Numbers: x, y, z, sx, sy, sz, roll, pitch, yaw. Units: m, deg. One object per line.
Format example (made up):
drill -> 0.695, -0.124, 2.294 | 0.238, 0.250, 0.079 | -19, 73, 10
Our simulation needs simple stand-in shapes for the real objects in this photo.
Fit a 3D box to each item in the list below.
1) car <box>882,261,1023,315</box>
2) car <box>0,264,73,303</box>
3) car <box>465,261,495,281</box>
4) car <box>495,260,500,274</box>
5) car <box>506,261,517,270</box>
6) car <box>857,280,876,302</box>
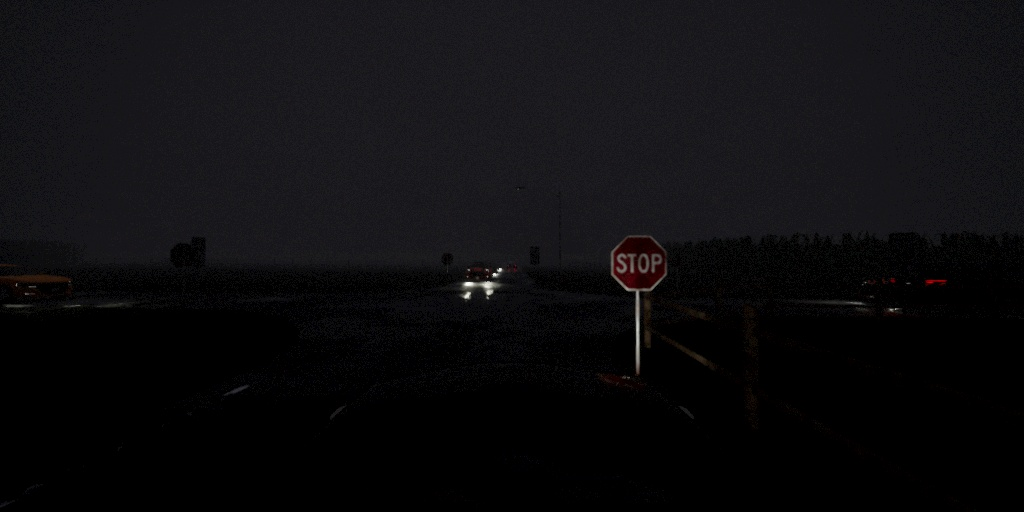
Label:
car -> 18.929, 1.259, 14.673 | 5.566, 2.045, 2.150 | 1, -1, 1
car -> -21.197, 1.064, 14.710 | 5.008, 1.535, 1.882 | 1, -1, 0
car -> -2.866, 1.265, 31.832 | 2.097, 1.767, 4.553 | 0, 0, 0
car -> -2.868, 1.492, 46.702 | 1.837, 1.490, 4.892 | 0, -1, 0
car -> -0.034, 1.651, 61.190 | 1.895, 1.301, 4.718 | 0, 0, 0
car -> 19.838, 1.458, 17.535 | 4.553, 1.767, 2.097 | 1, -1, 0
